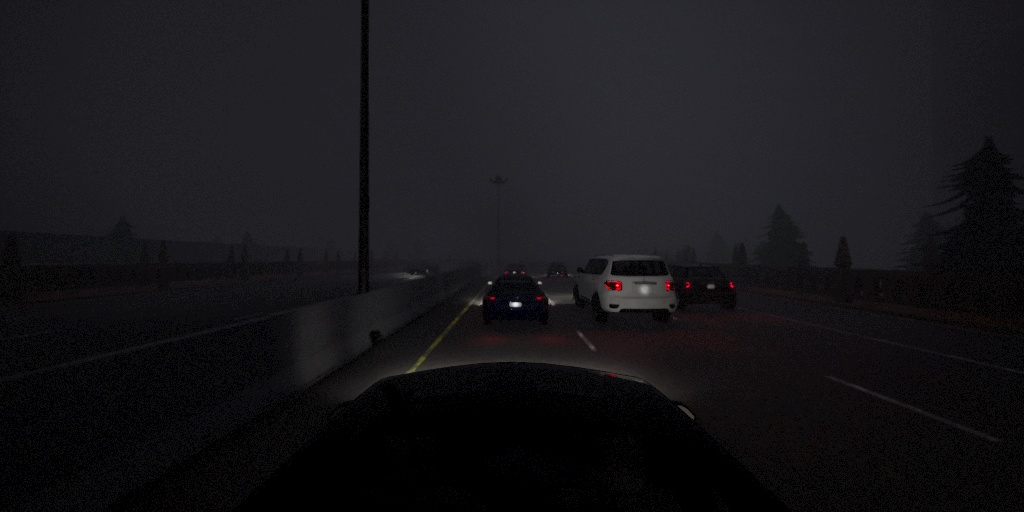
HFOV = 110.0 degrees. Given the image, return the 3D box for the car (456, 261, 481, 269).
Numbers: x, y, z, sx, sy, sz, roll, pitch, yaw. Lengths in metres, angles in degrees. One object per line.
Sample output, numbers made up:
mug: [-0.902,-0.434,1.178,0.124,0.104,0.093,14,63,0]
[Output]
car: [-5.091,1.328,43.348,2.033,1.411,5.357,0,0,11]

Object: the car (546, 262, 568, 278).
car: [4.323,1.266,34.243,1.837,1.490,4.892,0,0,6]

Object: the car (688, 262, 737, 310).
car: [7.100,1.111,14.924,2.097,1.767,4.553,0,0,0]

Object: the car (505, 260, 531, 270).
car: [0.367,1.313,29.840,2.033,1.411,5.357,0,0,4]

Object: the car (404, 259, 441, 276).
car: [-9.389,1.331,38.985,2.033,1.411,5.357,0,0,8]

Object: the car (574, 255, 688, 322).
car: [3.601,0.979,12.428,2.150,2.045,5.566,0,0,0]

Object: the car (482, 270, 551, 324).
car: [0.101,1.321,11.973,1.994,1.385,4.181,0,0,0]
